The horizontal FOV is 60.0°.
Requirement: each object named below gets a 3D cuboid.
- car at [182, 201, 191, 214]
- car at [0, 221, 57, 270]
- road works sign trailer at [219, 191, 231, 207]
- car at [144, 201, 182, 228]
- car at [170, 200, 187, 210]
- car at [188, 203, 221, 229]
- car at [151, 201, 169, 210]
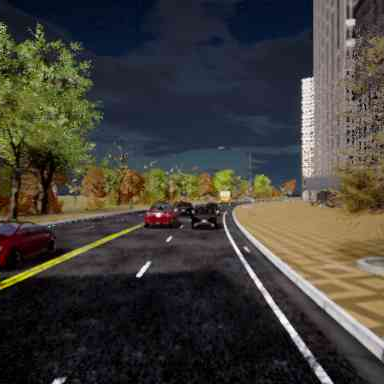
[{"bbox_3d":[-0.731,2.044,41.773,1.882,1.535,5.008,0,-1,7],"label":"car"},{"bbox_3d":[-6.354,1.704,11.449,1.994,1.385,4.181,0,-1,2],"label":"car"},{"bbox_3d":[7.231,1.513,72.224,2.380,3.560,2.880,0,-1,12],"label":"road works sign trailer"},{"bbox_3d":[-2.228,1.694,25.580,2.097,1.767,4.553,0,-1,4],"label":"car"},{"bbox_3d":[-2.173,2.239,56.443,1.882,1.535,5.008,0,-1,9],"label":"car"},{"bbox_3d":[0.988,1.819,24.796,1.882,1.535,5.008,0,-1,4],"label":"car"},{"bbox_3d":[-5.366,2.264,57.041,1.837,1.490,4.892,0,-1,9],"label":"car"}]
